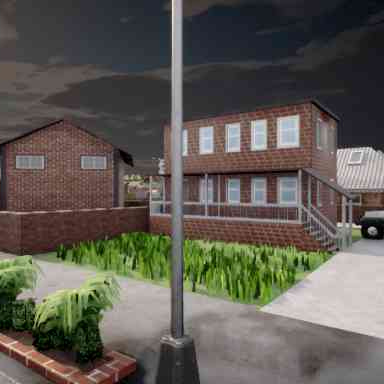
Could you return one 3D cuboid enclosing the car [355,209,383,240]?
[{"bbox_3d":[8.445,0.973,12.625,3.866,1.878,1.905,0,0,36],"label":"car"}]
